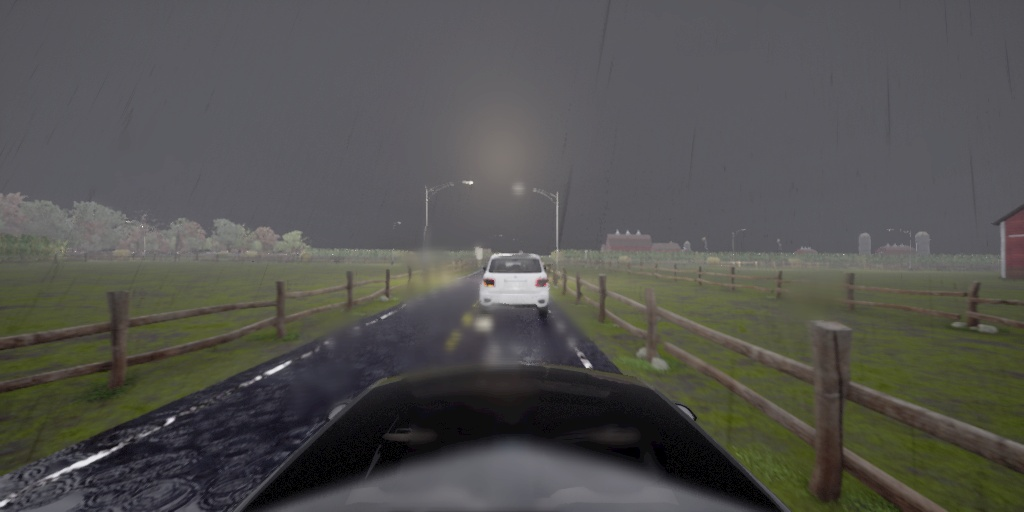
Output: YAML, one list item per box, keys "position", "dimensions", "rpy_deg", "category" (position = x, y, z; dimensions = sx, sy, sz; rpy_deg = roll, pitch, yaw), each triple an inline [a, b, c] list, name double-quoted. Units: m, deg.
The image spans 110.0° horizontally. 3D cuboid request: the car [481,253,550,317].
- position: [0.104, 0.935, 13.097]
  dimensions: [2.150, 2.045, 5.566]
  rpy_deg: [0, 0, 0]
  category: "car"
